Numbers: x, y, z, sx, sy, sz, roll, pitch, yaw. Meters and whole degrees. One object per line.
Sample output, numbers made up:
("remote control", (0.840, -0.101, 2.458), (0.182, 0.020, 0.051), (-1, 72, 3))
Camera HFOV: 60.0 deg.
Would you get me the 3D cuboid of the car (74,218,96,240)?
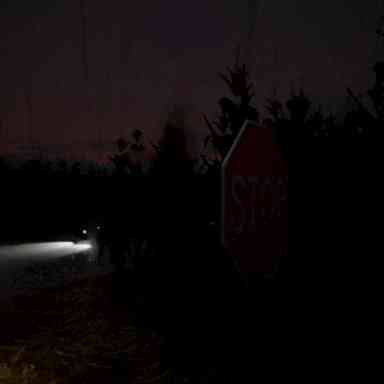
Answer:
("car", (-3.570, 1.572, 16.261), (1.994, 1.385, 4.181), (0, 0, 35))
